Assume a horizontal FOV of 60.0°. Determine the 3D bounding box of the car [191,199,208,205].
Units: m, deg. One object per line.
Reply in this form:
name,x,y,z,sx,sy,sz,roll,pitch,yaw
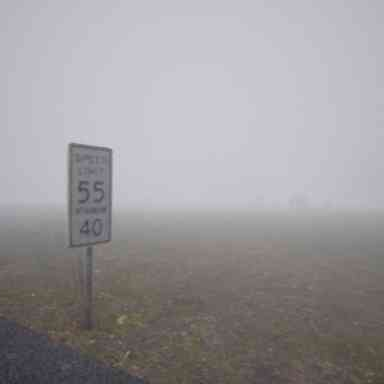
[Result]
car,1.744,2.332,80.480,1.895,1.301,4.718,1,0,36
